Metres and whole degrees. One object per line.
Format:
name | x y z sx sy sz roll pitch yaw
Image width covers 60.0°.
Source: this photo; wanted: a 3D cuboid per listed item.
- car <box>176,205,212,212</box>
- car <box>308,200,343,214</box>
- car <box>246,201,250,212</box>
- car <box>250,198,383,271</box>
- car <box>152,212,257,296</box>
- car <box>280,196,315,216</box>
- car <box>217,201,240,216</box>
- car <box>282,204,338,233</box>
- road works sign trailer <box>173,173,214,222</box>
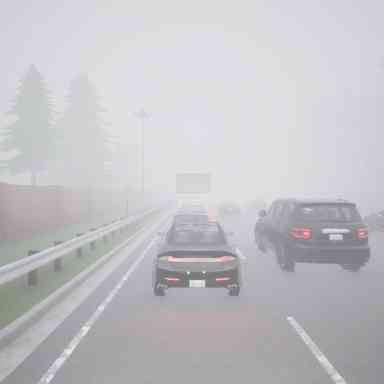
car | 0.071 1.474 19.051 1.882 1.535 5.008 0 0 4
car | 14.111 1.563 35.513 1.994 1.385 4.181 0 0 -1
car | 7.100 1.505 36.621 1.837 1.490 4.892 0 0 0
car | 3.600 1.221 10.994 2.150 2.045 5.566 0 0 0
car | 0.100 1.491 8.615 2.128 1.511 4.902 0 0 0
car | 10.599 1.353 33.765 2.097 1.767 4.553 0 0 0
car | 3.600 1.563 33.144 1.994 1.385 4.181 0 0 0
car | 7.099 1.526 20.556 1.812 1.442 4.674 0 0 0
road works sign trailer | 0.069 0.464 22.971 2.380 3.560 2.880 0 0 -1
